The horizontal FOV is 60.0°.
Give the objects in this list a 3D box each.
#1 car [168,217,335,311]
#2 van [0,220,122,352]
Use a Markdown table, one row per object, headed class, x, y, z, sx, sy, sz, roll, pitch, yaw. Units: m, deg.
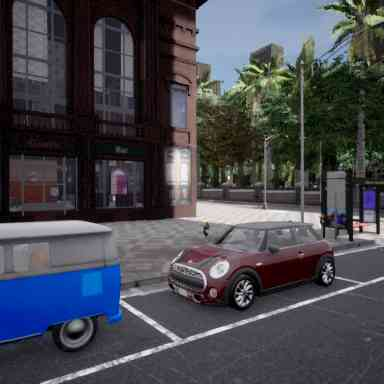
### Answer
| class | x | y | z | sx | sy | sz | roll | pitch | yaw |
| --- | --- | --- | --- | --- | --- | --- | --- | --- | --- |
| car | 1.445 | 1.439 | 7.689 | 4.097 | 1.590 | 1.967 | 0 | 0 | -36 |
| van | -2.970 | 1.341 | 4.536 | 3.998 | 1.788 | 1.690 | 0 | 0 | -36 |
